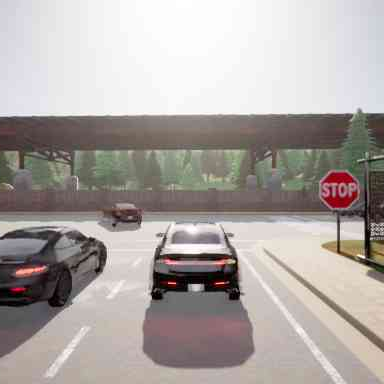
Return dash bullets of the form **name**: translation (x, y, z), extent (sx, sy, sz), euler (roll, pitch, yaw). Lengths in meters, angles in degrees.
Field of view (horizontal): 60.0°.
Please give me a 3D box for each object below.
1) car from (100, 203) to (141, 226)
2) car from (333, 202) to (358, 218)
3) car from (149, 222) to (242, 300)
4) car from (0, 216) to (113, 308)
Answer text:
- **car**: translation (-5.090, 1.478, 23.451), extent (1.882, 1.535, 5.008), euler (1, 0, -27)
- **car**: translation (15.628, 1.547, 29.970), extent (5.357, 1.411, 2.033), euler (0, 0, 1)
- **car**: translation (0.078, 1.491, 8.351), extent (2.128, 1.511, 4.902), euler (0, 0, 0)
- **car**: translation (-3.400, 1.526, 7.789), extent (1.812, 1.442, 4.674), euler (0, 0, 0)
